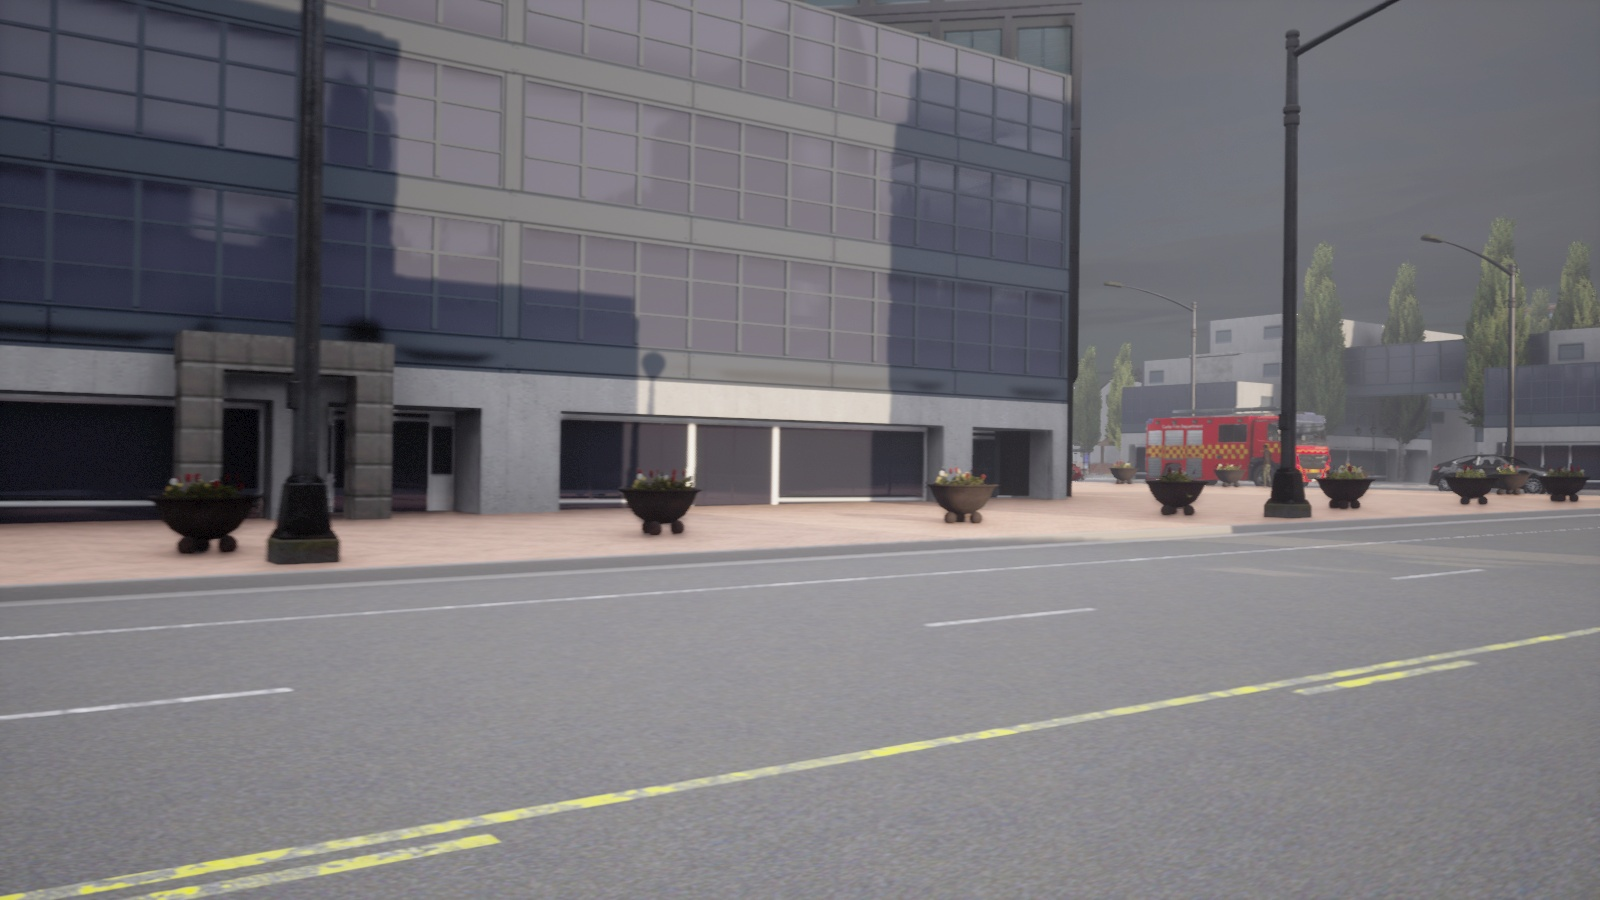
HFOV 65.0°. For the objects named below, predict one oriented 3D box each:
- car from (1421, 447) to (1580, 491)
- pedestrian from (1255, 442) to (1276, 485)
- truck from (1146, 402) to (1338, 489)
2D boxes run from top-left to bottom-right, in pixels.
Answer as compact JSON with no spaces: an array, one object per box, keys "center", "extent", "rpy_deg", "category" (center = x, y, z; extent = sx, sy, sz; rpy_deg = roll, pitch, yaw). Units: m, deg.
[{"center":[27.505,0.726,49.445],"extent":[2.152,1.651,5.027],"rpy_deg":[1,-1,-34],"category":"car"},{"center":[19.838,0.578,53.514],"extent":[0.431,1.840,0.703],"rpy_deg":[1,-1,-30],"category":"pedestrian"},{"center":[20.715,-0.177,59.389],"extent":[2.891,3.827,8.468],"rpy_deg":[1,-1,-34],"category":"truck"}]
